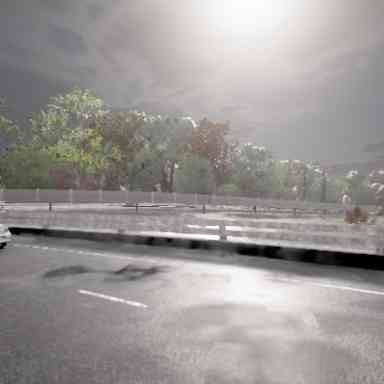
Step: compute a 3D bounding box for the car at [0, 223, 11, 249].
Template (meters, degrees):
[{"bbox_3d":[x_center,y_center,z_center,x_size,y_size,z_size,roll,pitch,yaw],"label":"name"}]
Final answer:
[{"bbox_3d":[-9.492,1.668,13.784,4.674,1.442,1.812,0,0,28],"label":"car"}]
